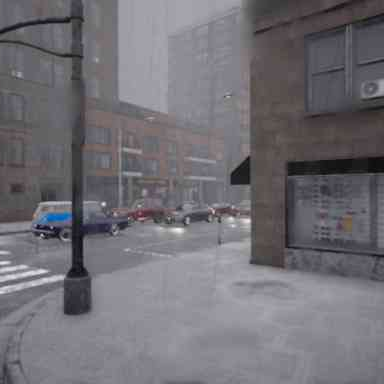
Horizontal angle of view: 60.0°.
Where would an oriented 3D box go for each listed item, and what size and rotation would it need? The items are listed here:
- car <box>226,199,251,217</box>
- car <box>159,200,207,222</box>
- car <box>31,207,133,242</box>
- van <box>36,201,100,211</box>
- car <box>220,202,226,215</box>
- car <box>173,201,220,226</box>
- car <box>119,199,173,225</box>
[{"bbox_3d":[5.628,1.464,32.647,2.097,1.767,4.553,0,0,36],"label":"car"},{"bbox_3d":[-0.698,1.562,28.621,1.967,1.590,4.097,0,0,36],"label":"car"},{"bbox_3d":[-5.620,1.698,17.148,1.895,1.301,4.718,0,0,37],"label":"car"},{"bbox_3d":[-7.257,1.454,19.553,1.690,1.788,3.998,0,0,36],"label":"van"},{"bbox_3d":[2.582,1.671,33.155,1.887,1.381,4.507,0,0,36],"label":"car"},{"bbox_3d":[-0.146,1.609,24.675,1.837,1.490,4.892,0,0,36],"label":"car"},{"bbox_3d":[-3.978,1.433,24.088,2.192,1.841,5.009,0,0,36],"label":"car"}]
